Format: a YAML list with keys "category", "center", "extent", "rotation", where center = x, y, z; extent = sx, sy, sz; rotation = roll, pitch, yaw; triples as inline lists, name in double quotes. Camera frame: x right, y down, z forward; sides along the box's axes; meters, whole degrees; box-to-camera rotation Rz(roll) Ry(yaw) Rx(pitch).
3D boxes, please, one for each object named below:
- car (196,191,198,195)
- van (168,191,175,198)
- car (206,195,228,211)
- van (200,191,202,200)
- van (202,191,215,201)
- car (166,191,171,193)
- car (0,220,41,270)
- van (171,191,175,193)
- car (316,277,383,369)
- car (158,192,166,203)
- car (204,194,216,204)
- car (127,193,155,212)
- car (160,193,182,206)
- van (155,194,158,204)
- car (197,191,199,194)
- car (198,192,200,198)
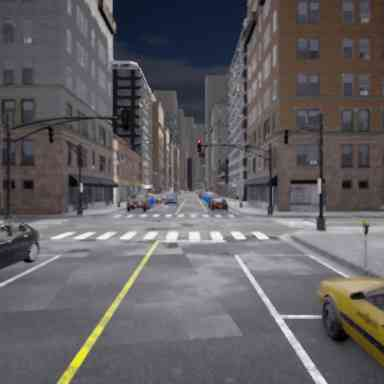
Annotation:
- category: "car"
  center: [2.894, 0.700, 90.724]
  extent: [2.192, 1.841, 5.009]
  rotation: [0, 0, 0]
- category: "van"
  center: [-5.632, 0.726, 90.728]
  extent: [1.690, 1.788, 3.998]
  rotation: [0, 0, 0]
- category: "car"
  center: [2.872, 1.297, 35.713]
  extent: [1.887, 1.381, 4.507]
  rotation: [0, 0, 0]
- category: "van"
  center: [2.883, 0.909, 63.219]
  extent: [1.690, 1.788, 3.998]
  rotation: [0, 0, 0]
- category: "van"
  center: [2.878, 0.983, 52.216]
  extent: [1.690, 1.788, 3.998]
  rotation: [0, 0, 0]
- category: "car"
  center: [-5.643, 1.008, 63.223]
  extent: [1.967, 1.590, 4.097]
  rotation: [0, 0, 0]
- category: "car"
  center: [-5.665, 1.486, 8.944]
  extent: [2.008, 1.369, 4.403]
  rotation: [0, 0, 0]
- category: "van"
  center: [-5.636, 0.799, 79.727]
  extent: [1.690, 1.788, 3.998]
  rotation: [0, 0, 0]
- category: "car"
  center: [2.858, 1.499, 3.585]
  extent: [1.752, 1.417, 4.829]
  rotation: [0, 0, 0]
- category: "car"
  center: [-5.647, 1.082, 52.220]
  extent: [1.967, 1.590, 4.097]
  rotation: [0, 0, 0]
- category: "car"
  center: [2.874, 1.282, 41.215]
  extent: [1.947, 1.339, 4.313]
  rotation: [0, 0, 0]
- category: "car"
  center: [-5.655, 1.068, 35.716]
  extent: [2.192, 1.841, 5.009]
  rotation: [0, 0, 0]
- category: "car"
  center: [-2.980, 1.228, 48.261]
  extent: [2.033, 1.411, 5.357]
  rotation: [0, 1, 0]
- category: "van"
  center: [-5.652, 1.057, 41.217]
  extent: [1.690, 1.788, 3.998]
  rotation: [0, 0, 0]
- category: "car"
  center: [2.892, 1.003, 85.225]
  extent: [1.802, 1.307, 4.206]
  rotation: [0, 0, 0]
- category: "car"
  center: [2.888, 1.076, 74.223]
  extent: [1.802, 1.307, 4.206]
  rotation: [0, 0, 0]
